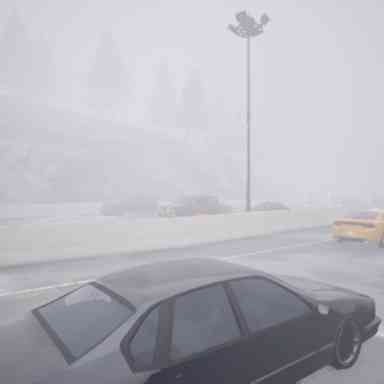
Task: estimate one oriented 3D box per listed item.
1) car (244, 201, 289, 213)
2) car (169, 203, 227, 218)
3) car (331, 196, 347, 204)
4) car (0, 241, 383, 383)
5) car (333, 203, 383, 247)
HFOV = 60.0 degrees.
[{"bbox_3d":[6.066,1.517,27.255,4.902,1.511,2.128,0,0,-43],"label":"car"},{"bbox_3d":[-0.063,1.255,26.455,5.566,2.045,2.150,0,0,-41],"label":"car"},{"bbox_3d":[28.348,1.534,64.107,1.837,1.490,4.892,0,0,34],"label":"car"},{"bbox_3d":[0.124,1.553,3.929,5.357,1.411,2.033,0,0,-37],"label":"car"},{"bbox_3d":[8.190,1.483,14.859,5.008,1.535,1.882,0,0,-40],"label":"car"}]
